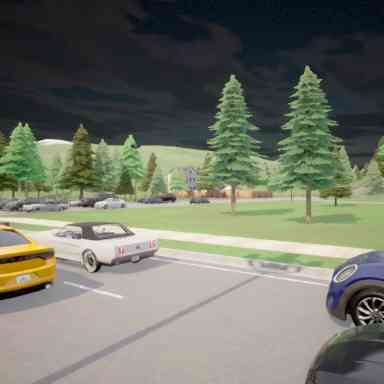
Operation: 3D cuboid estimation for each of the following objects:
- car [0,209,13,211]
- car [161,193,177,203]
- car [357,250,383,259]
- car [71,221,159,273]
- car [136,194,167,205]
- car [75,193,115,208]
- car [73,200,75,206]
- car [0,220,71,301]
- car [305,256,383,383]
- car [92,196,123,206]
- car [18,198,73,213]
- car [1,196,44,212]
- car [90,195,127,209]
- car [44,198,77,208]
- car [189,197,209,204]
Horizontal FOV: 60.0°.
[{"bbox_3d":[-10.813,1.601,15.988,4.718,1.301,1.895,0,0,35],"label":"car"},{"bbox_3d":[-5.530,1.222,69.130,2.150,2.045,5.566,0,0,36],"label":"car"},{"bbox_3d":[4.520,1.352,5.052,4.553,1.767,2.097,0,0,36],"label":"car"},{"bbox_3d":[-3.410,1.601,10.716,4.718,1.301,1.895,0,0,35],"label":"car"},{"bbox_3d":[-7.622,1.547,60.470,2.033,1.411,5.357,0,0,36],"label":"car"},{"bbox_3d":[-13.152,1.217,46.999,2.150,2.045,5.566,0,0,36],"label":"car"},{"bbox_3d":[-16.011,1.600,49.020,1.895,1.301,4.718,0,0,36],"label":"car"},{"bbox_3d":[-5.193,1.478,7.687,5.008,1.535,1.882,0,0,35],"label":"car"},{"bbox_3d":[3.122,1.505,1.747,4.892,1.490,1.837,0,0,35],"label":"car"},{"bbox_3d":[-14.437,1.490,57.092,2.128,1.511,4.902,0,0,36],"label":"car"},{"bbox_3d":[-16.175,1.601,36.924,1.895,1.301,4.718,0,0,36],"label":"car"},{"bbox_3d":[-19.152,1.352,38.784,2.097,1.767,4.553,0,0,36],"label":"car"},{"bbox_3d":[-10.791,1.525,44.290,1.812,1.442,4.674,0,0,36],"label":"car"},{"bbox_3d":[-19.697,1.564,49.906,1.994,1.385,4.181,0,0,36],"label":"car"},{"bbox_3d":[1.302,1.564,60.798,1.994,1.385,4.181,0,0,36],"label":"car"}]
